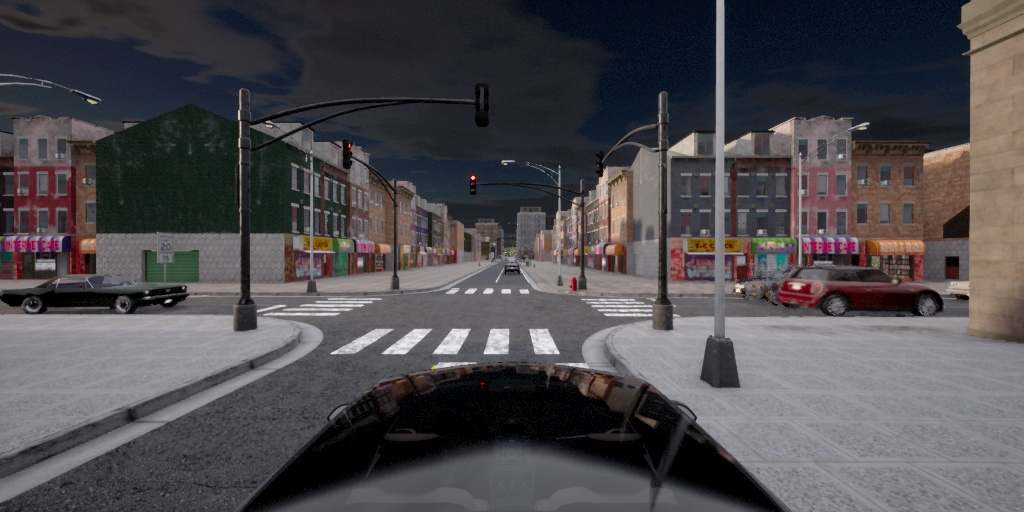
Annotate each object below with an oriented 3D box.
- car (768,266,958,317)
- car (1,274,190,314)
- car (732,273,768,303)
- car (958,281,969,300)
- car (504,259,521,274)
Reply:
[{"bbox_3d":[12.349,1.149,12.888,4.553,1.767,2.097,0,0,0],"label":"car"},{"bbox_3d":[-14.638,1.313,12.866,4.718,1.301,1.895,0,0,-3],"label":"car"},{"bbox_3d":[12.446,1.277,15.841,4.902,1.511,2.128,0,0,0],"label":"car"},{"bbox_3d":[22.492,1.418,15.850,4.718,1.301,1.895,0,0,0],"label":"car"},{"bbox_3d":[0.011,1.313,40.659,1.948,1.339,4.313,0,0,0],"label":"car"}]
